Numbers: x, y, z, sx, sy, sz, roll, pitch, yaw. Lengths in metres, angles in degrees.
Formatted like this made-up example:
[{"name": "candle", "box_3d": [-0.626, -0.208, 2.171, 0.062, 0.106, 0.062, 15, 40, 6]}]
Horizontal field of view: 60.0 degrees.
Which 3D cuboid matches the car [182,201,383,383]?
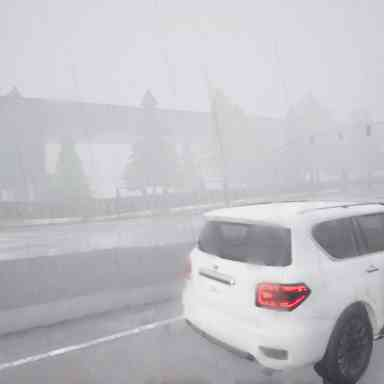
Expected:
[{"name": "car", "box_3d": [2.457, 1.160, 5.516, 5.566, 2.045, 2.150, -2, 1, -36]}]
